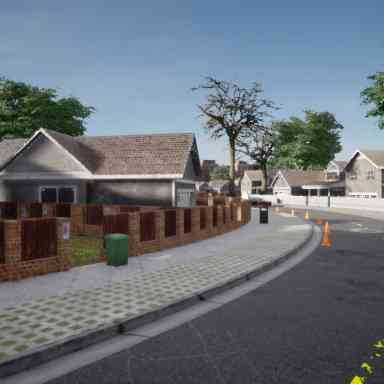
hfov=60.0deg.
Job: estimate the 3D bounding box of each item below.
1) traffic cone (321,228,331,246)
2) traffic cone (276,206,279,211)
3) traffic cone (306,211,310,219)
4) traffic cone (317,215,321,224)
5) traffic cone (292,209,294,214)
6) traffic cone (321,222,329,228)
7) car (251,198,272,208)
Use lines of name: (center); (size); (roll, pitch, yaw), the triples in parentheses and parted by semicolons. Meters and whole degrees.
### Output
traffic cone: (5.635, 1.938, 14.013); (0.340, 0.580, 0.340); (0, 0, 26)
traffic cone: (9.493, 1.862, 36.937); (0.340, 0.580, 0.340); (0, 0, -7)
traffic cone: (9.552, 1.890, 27.529); (0.340, 0.580, 0.340); (0, 0, 6)
traffic cone: (8.770, 1.906, 22.882); (0.340, 0.580, 0.340); (0, 0, 13)
traffic cone: (9.794, 1.875, 32.235); (0.340, 0.580, 0.340); (0, 0, 0)
traffic cone: (7.459, 1.923, 18.357); (0.340, 0.580, 0.340); (0, 0, 19)
car: (9.493, 1.478, 46.821); (1.895, 1.301, 4.718); (0, 0, -13)
